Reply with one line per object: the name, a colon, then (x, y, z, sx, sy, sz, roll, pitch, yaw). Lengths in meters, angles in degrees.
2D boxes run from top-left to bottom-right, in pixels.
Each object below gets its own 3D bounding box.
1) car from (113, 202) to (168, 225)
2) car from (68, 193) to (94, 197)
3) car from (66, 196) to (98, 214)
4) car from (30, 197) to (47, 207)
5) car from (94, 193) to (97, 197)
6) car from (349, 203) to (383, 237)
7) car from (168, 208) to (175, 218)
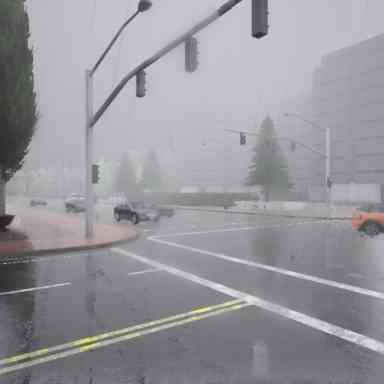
car: (-4.108, 1.491, 24.339, 2.128, 1.511, 4.902, 0, 0, -36)
car: (-16.190, 1.220, 47.189, 2.150, 2.045, 5.566, 0, 0, -35)
car: (-11.969, 1.500, 35.277, 1.837, 1.490, 4.892, 0, 1, -36)
car: (-24.248, 1.525, 52.531, 1.812, 1.442, 4.674, 0, 0, -35)
car: (-20.404, 1.221, 65.377, 2.150, 2.045, 5.566, 0, 0, -36)
car: (10.715, 1.352, 17.122, 4.553, 1.767, 2.097, 0, 0, 13)
car: (-3.420, 1.600, 29.367, 1.895, 1.301, 4.718, 0, 0, -36)
